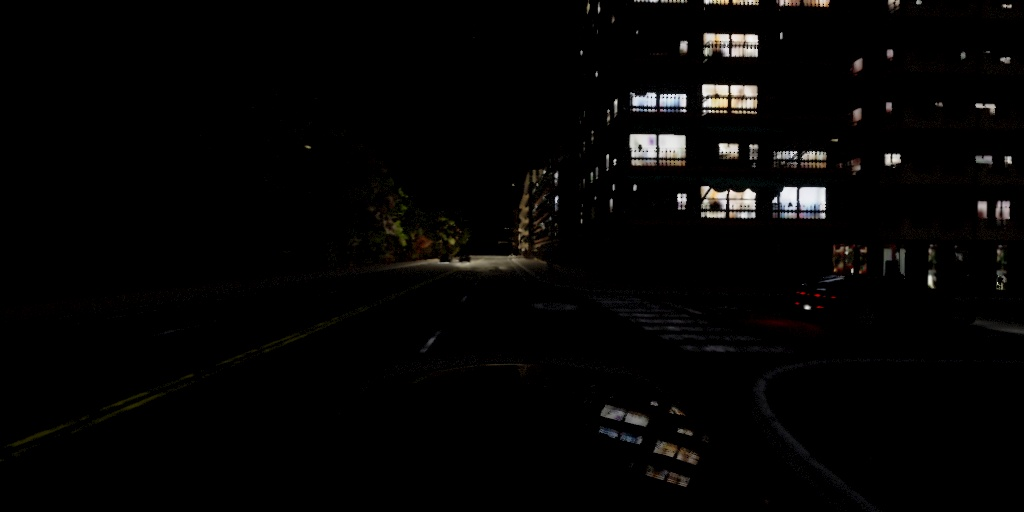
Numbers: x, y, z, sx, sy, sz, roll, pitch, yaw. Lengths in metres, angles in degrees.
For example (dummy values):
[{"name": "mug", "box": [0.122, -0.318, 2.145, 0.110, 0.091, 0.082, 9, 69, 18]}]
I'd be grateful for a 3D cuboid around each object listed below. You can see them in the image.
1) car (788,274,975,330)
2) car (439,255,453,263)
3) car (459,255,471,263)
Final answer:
[{"name": "car", "box": [11.892, 1.449, 11.602, 4.892, 1.490, 1.837, 1, 1, -2]}, {"name": "car", "box": [-11.514, 0.480, 63.133, 2.033, 1.411, 5.357, 0, 1, -2]}, {"name": "car", "box": [-8.265, 0.477, 63.224, 1.812, 1.442, 4.674, 0, 1, -2]}]
